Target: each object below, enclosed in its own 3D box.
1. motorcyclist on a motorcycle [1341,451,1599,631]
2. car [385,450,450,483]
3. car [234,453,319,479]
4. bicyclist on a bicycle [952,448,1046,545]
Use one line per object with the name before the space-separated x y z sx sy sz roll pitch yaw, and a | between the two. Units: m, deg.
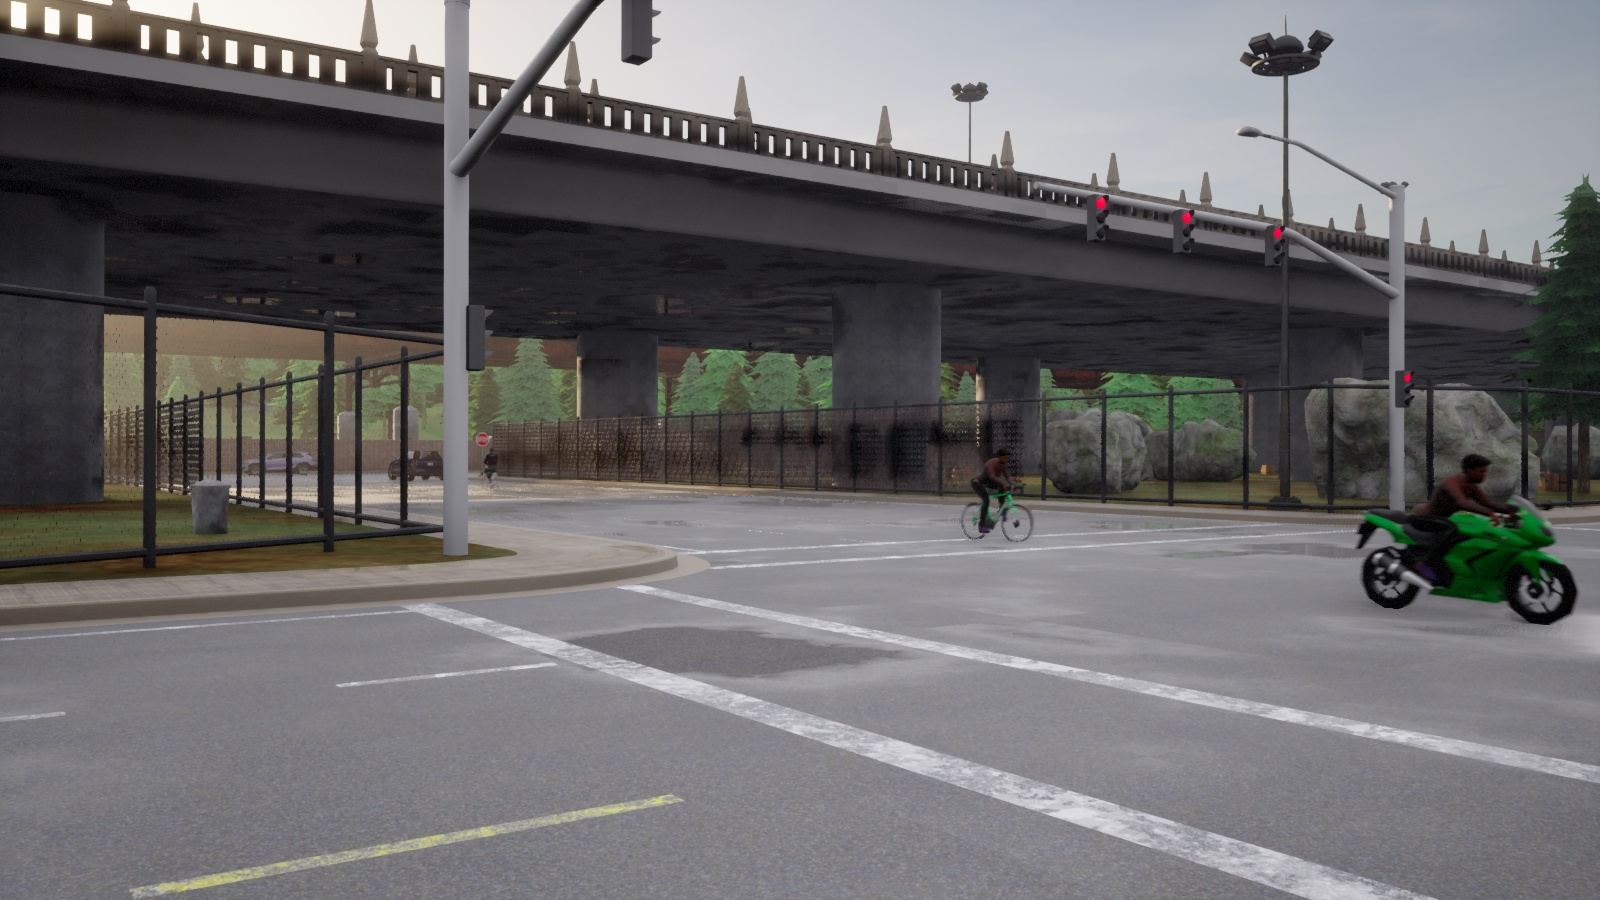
motorcyclist on a motorcycle | 6.210 0.772 11.694 0.797 1.523 2.044 0 0 -35
car | -21.011 0.872 68.921 2.097 1.767 4.553 0 0 -35
car | -34.372 1.005 82.487 4.856 1.649 2.033 0 0 -34
bicyclist on a bicycle | 3.462 0.790 21.960 0.582 1.620 1.656 1 -1 -40
